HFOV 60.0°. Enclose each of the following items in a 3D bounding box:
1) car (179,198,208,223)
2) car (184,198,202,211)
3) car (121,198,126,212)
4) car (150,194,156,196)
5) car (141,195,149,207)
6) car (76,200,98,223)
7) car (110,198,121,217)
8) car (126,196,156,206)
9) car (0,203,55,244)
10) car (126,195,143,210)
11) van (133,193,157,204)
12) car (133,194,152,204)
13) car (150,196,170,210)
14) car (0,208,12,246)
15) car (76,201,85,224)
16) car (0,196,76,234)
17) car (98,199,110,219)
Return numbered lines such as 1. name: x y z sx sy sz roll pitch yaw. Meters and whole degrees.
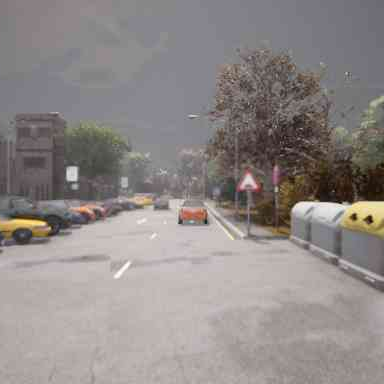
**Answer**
1. car: 0.080 1.370 25.471 2.097 1.767 4.553 0 0 0
2. car: 0.108 1.551 42.434 2.128 1.511 4.902 0 0 0
3. car: -9.181 1.559 32.576 4.674 1.452 2.002 -1 0 -20
4. car: -9.314 1.575 56.528 5.366 1.575 1.946 -1 0 -20
5. car: -8.968 1.546 44.641 5.366 1.575 1.946 -1 0 -20
6. car: -9.258 1.374 23.564 4.553 1.767 2.185 -1 0 -20
7. car: -9.165 1.540 29.584 4.792 1.488 2.163 -1 0 -20
8. car: -9.162 1.553 59.597 5.008 1.535 2.097 -1 0 -20
9. car: -9.108 1.483 14.630 5.366 1.575 1.946 -1 0 -20
10. car: -9.156 1.544 41.577 4.892 1.521 2.231 -1 0 -20
11. van: -9.300 1.267 65.542 4.442 1.987 1.878 -1 1 -20
12. car: -8.964 1.554 47.642 5.366 1.575 1.946 -1 0 -20
13. car: -3.929 1.567 43.357 1.837 1.490 4.892 0 0 0
14. car: -9.273 1.515 11.574 4.792 1.488 2.163 -1 0 -20
15. car: -9.240 1.535 20.567 4.674 1.452 2.002 -1 0 -20
16. car: -9.252 1.240 17.589 5.566 2.045 2.435 -1 0 -20
17. car: -9.241 1.380 26.565 4.553 1.767 2.185 -1 0 -20
